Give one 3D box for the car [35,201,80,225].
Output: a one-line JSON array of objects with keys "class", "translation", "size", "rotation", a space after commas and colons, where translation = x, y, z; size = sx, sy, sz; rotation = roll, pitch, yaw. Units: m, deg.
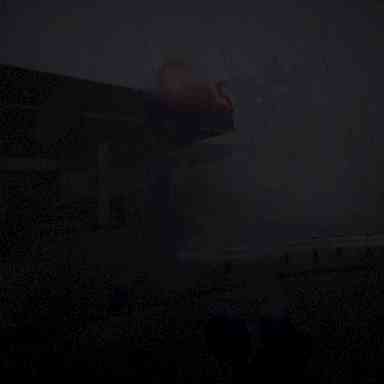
[{"class": "car", "translation": [-8.695, 1.349, 22.695], "size": [3.633, 1.501, 1.845], "rotation": [-1, 0, -35]}]
